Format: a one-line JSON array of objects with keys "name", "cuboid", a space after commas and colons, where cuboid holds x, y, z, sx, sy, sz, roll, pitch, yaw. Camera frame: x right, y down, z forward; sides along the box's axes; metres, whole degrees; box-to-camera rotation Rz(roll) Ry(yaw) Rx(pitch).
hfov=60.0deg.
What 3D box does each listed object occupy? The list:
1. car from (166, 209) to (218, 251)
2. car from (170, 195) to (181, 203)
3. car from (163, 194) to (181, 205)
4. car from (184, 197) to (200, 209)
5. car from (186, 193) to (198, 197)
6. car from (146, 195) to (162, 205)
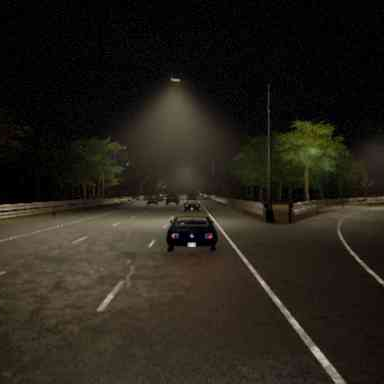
[{"name": "car", "cuboid": [-0.001, 1.600, 14.087, 1.895, 1.301, 4.718, 0, 0, 0]}, {"name": "car", "cuboid": [-3.522, 1.490, 71.022, 2.128, 1.511, 4.902, 0, 0, 0]}, {"name": "car", "cuboid": [-3.519, 1.290, 59.693, 2.150, 2.045, 5.566, 0, 0, 0]}, {"name": "car", "cuboid": [-0.015, 1.623, 41.077, 1.895, 1.301, 4.718, 0, 0, 0]}, {"name": "car", "cuboid": [-0.023, 1.200, 71.275, 2.150, 2.045, 5.566, 0, 0, 0]}, {"name": "car", "cuboid": [-7.019, 1.615, 59.662, 2.033, 1.411, 5.357, 0, 0, 0]}]
